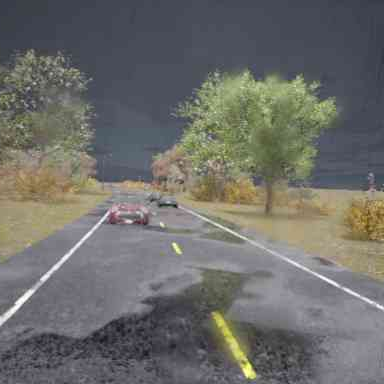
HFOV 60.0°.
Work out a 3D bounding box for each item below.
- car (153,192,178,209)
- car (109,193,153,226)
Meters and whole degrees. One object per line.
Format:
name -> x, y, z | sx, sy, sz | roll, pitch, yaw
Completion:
car -> -2.681, 0.940, 35.182 | 1.994, 1.385, 4.181 | 3, 1, -10
car -> -3.619, 0.905, 19.490 | 2.097, 1.767, 4.553 | 3, 1, -10
